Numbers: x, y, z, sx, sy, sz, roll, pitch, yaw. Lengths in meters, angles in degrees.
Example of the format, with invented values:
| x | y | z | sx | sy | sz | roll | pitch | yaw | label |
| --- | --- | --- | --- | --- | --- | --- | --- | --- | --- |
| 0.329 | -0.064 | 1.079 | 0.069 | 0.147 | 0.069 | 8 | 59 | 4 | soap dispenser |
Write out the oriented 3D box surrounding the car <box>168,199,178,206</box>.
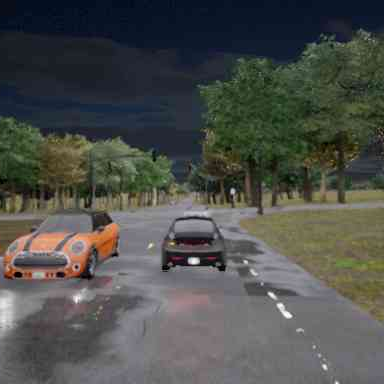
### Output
| x | y | z | sx | sy | sz | roll | pitch | yaw | label |
| --- | --- | --- | --- | --- | --- | --- | --- | --- | --- |
| -4.517 | 2.532 | 79.367 | 2.128 | 1.511 | 4.902 | 0 | -1 | -1 | car |

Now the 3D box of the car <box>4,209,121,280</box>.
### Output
| x | y | z | sx | sy | sz | roll | pitch | yaw | label |
| --- | --- | --- | --- | --- | --- | --- | --- | --- | --- |
| -3.587 | 1.370 | 10.057 | 2.097 | 1.767 | 4.553 | 0 | 0 | 0 | car |

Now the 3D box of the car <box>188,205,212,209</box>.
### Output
| x | y | z | sx | sy | sz | roll | pitch | yaw | label |
| --- | --- | --- | --- | --- | --- | --- | --- | --- | --- |
| 0.646 | 1.678 | 26.430 | 1.895 | 1.301 | 4.718 | 0 | 0 | 9 | car |

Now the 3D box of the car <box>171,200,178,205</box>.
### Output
| x | y | z | sx | sy | sz | roll | pitch | yaw | label |
| --- | --- | --- | --- | --- | --- | --- | --- | --- | --- |
| -4.868 | 3.056 | 94.975 | 1.895 | 1.301 | 4.718 | 0 | -2 | -1 | car |

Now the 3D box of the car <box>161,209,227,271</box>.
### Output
| x | y | z | sx | sy | sz | roll | pitch | yaw | label |
| --- | --- | --- | --- | --- | --- | --- | --- | --- | --- |
| 0.065 | 1.526 | 10.936 | 1.837 | 1.490 | 4.892 | 0 | 0 | 0 | car |
